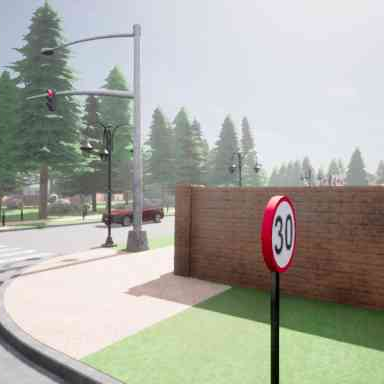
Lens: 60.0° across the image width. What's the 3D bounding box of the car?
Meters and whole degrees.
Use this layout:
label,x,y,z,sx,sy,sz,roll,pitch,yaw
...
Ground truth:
label,x,y,z,sx,sy,sz,roll,pitch,yaw
car,-4.012,1.464,23.168,1.882,1.535,5.008,0,0,35
